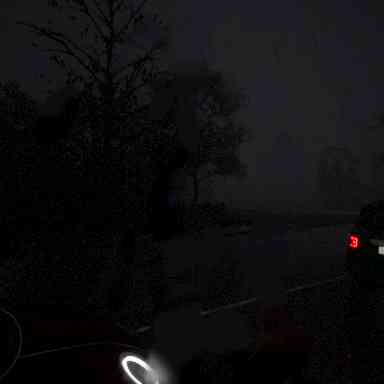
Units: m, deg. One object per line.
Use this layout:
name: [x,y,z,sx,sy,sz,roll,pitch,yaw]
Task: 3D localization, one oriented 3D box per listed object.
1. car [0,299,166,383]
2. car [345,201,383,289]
car: [-2.354,1.352,2.029,4.553,1.767,2.097,0,0,-36]
car: [5.919,1.221,7.882,5.566,2.045,2.150,0,0,-35]
